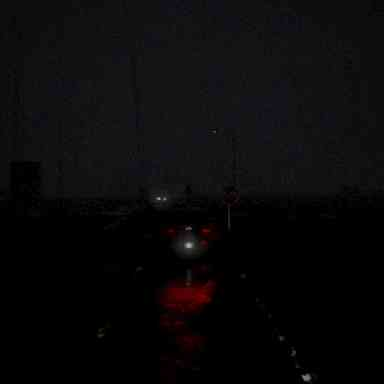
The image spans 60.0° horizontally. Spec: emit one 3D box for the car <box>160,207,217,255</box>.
[{"bbox_3d":[-0.139,1.334,12.470,1.837,1.490,4.892,0,1,-1],"label":"car"}]

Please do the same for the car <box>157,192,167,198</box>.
[{"bbox_3d":[-6.435,0.655,71.484,1.994,1.385,4.181,0,1,-3],"label":"car"}]
